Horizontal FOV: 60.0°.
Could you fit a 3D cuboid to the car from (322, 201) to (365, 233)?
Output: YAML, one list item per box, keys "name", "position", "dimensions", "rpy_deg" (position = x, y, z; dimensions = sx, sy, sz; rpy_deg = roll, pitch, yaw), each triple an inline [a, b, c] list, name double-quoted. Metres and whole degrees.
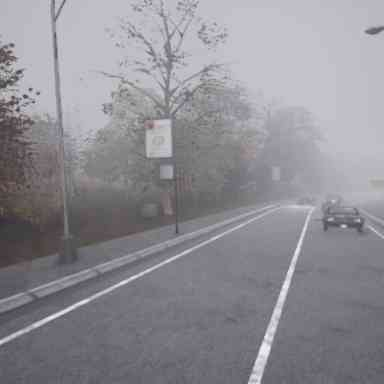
- name: "car"
  position: [8.374, 1.400, 18.665]
  dimensions: [1.895, 1.301, 4.718]
  rpy_deg: [1, 1, 21]

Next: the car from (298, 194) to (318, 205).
- name: "car"
  position: [15.201, 1.007, 43.636]
  dimensions: [1.895, 1.301, 4.718]
  rpy_deg: [2, 2, 28]

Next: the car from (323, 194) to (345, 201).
- name: "car"
  position: [14.755, 0.979, 34.639]
  dimensions: [2.097, 1.767, 4.553]
  rpy_deg: [2, 1, 24]
